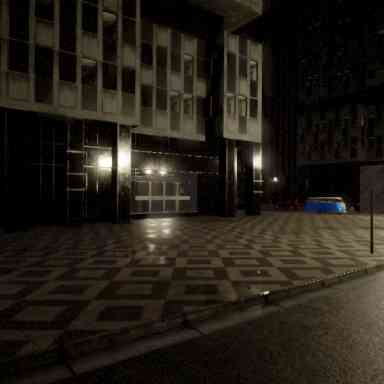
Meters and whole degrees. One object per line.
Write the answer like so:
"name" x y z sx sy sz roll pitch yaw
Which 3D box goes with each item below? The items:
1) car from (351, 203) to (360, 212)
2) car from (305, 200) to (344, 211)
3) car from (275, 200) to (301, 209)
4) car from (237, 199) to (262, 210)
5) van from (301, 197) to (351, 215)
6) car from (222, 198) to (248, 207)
"car" 20.616 1.725 39.102 1.947 1.339 4.313 0 0 -36
"car" 17.329 1.750 43.697 2.008 1.369 4.403 0 0 -36
"car" 14.042 1.820 48.291 1.802 1.307 4.206 0 0 -36
"car" 7.114 1.707 43.324 1.887 1.381 4.507 0 0 -36
"van" 13.687 1.425 34.137 1.690 1.788 3.998 0 0 -36
"car" 7.370 1.841 57.617 1.752 1.417 4.829 0 0 -36
